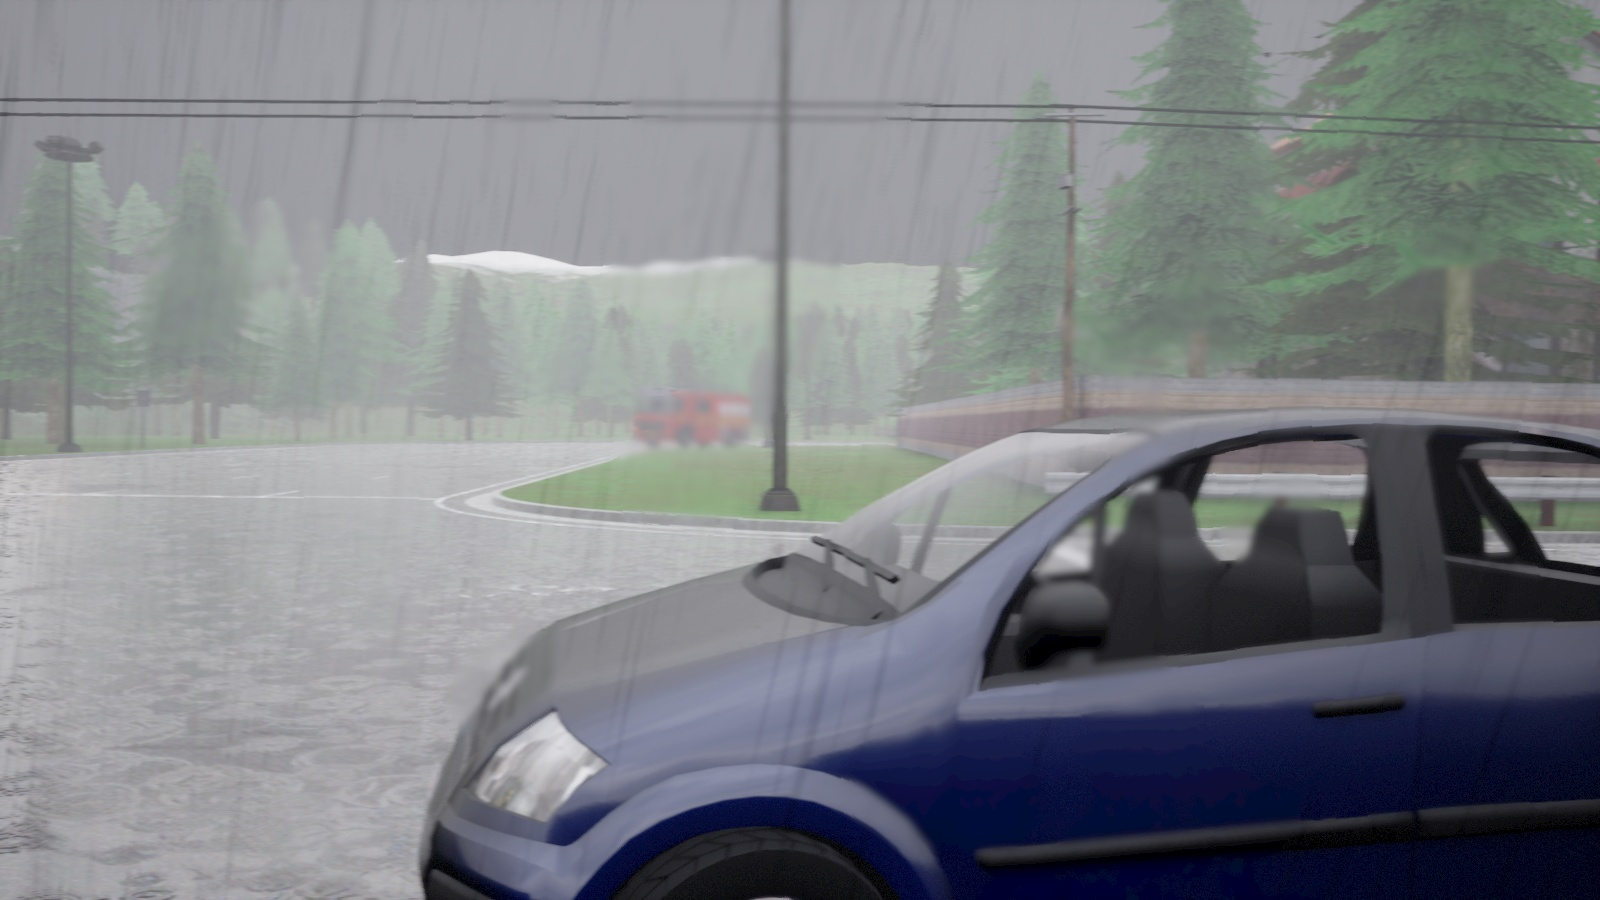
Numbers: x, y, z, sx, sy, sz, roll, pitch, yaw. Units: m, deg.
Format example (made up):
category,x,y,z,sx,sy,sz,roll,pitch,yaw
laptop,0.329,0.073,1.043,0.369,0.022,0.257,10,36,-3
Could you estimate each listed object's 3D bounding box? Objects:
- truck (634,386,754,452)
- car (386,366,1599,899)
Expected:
category,x,y,z,sx,sy,sz,roll,pitch,yaw
truck,-6.375,-1.872,77.197,2.891,3.827,8.468,0,1,32
car,1.030,0.612,3.610,3.988,1.617,1.851,-1,1,-11
